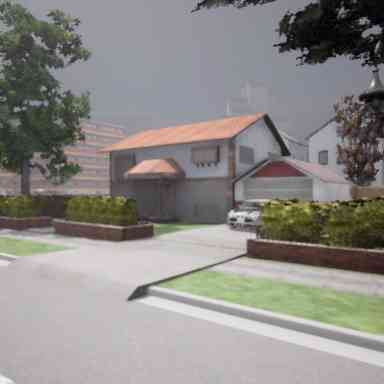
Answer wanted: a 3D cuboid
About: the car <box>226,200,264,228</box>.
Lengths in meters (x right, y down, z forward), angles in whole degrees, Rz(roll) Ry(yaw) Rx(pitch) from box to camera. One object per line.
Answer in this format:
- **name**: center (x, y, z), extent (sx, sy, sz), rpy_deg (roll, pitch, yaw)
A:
- **car**: center (3.475, 1.166, 17.838), extent (1.970, 1.475, 3.806), rpy_deg (0, 0, 36)
